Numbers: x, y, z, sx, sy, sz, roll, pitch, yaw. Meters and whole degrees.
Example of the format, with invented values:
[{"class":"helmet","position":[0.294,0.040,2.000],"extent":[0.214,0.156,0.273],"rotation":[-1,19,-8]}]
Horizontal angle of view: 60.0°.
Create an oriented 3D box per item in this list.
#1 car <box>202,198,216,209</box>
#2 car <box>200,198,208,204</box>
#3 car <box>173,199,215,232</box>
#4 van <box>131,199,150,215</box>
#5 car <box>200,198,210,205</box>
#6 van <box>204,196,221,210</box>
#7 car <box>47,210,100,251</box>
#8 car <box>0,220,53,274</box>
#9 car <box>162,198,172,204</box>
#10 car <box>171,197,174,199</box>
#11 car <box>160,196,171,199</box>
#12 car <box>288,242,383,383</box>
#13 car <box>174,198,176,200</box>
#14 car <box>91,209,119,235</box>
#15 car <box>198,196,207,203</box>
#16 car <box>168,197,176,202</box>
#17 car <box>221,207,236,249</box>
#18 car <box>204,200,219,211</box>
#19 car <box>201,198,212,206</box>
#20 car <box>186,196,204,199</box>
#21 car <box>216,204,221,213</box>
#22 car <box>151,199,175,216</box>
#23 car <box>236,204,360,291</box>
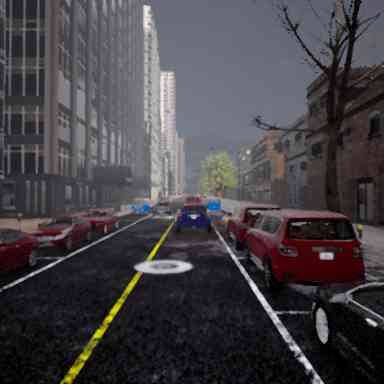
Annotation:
[{"class":"car","position":[2.728,1.816,53.442],"extent":[1.967,1.590,4.097],"rotation":[1,0,0]},{"class":"car","position":[2.739,2.035,75.796],"extent":[1.752,1.417,4.829],"rotation":[1,0,0]},{"class":"car","position":[0.108,1.513,21.313],"extent":[2.097,1.767,4.553],"rotation":[0,-1,0]},{"class":"van","position":[-5.659,1.610,36.808],"extent":[1.690,1.788,3.998],"rotation":[1,0,0]},{"class":"car","position":[2.735,2.059,70.080],"extent":[1.802,1.307,4.206],"rotation":[1,0,0]},{"class":"van","position":[2.724,1.646,42.351],"extent":[1.690,1.788,3.998],"rotation":[1,0,0]},{"class":"car","position":[-5.674,1.696,14.621],"extent":[1.802,1.307,4.206],"rotation":[1,0,0]},{"class":"car","position":[-5.678,1.654,9.072],"extent":[1.802,1.307,4.206],"rotation":[1,0,0]},{"class":"car","position":[-5.642,2.034,75.458],"extent":[1.752,1.417,4.829],"rotation":[1,0,0]},{"class":"car","position":[-5.641,1.793,70.084],"extent":[2.192,1.841,5.009],"rotation":[1,0,0]},{"class":"car","position":[-5.648,2.026,64.537],"extent":[1.802,1.307,4.206],"rotation":[1,0,0]},{"class":"car","position":[2.701,1.579,3.523],"extent":[2.008,1.369,4.403],"rotation":[1,0,0]},{"class":"car","position":[-5.636,2.097,86.550],"extent":[1.752,1.417,4.829],"rotation":[1,0,0]},{"class":"car","position":[-5.671,1.699,20.167],"extent":[1.887,1.381,4.507],"rotation":[1,0,0]},{"class":"car","position":[2.747,1.887,86.719],"extent":[2.192,1.841,5.009],"rotation":[1,0,0]},{"class":"car","position":[-5.634,2.169,92.268],"extent":[1.947,1.339,4.313],"rotation":[1,0,0]},{"class":"car","position":[2.710,1.428,14.619],"extent":[2.192,1.841,5.009],"rotation":[1,0,0]},{"class":"car","position":[2.724,1.906,47.895],"extent":[1.947,1.339,4.313],"rotation":[1,0,0]},{"class":"car","position":[2.733,1.988,64.535],"extent":[1.887,1.381,4.507],"rotation":[1,0,0]},{"class":"car","position":[0.122,1.529,42.764],"extent":[2.150,2.045,5.566],"rotation":[0,0,0]},{"class":"car","position":[2.710,1.680,20.334],"extent":[1.752,1.417,4.829],"rotation":[1,0,0]},{"class":"car","position":[-3.076,1.786,35.656],"extent":[1.812,1.442,4.674],"rotation":[0,-1,0]},{"class":"car","position":[2.707,1.386,9.070],"extent":[2.192,1.841,5.009],"rotation":[1,0,0]}]
